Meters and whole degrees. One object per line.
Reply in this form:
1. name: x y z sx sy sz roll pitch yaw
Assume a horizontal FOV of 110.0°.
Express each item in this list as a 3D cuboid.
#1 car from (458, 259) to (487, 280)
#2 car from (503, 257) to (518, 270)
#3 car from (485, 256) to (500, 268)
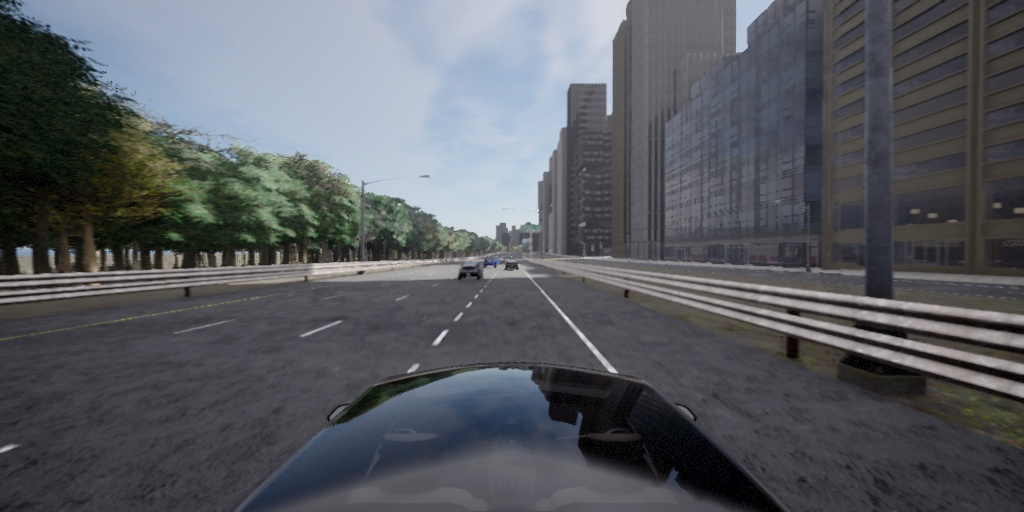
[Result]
1. car: -3.544 1.277 31.452 1.837 1.490 4.892 0 0 0
2. car: -0.038 1.261 55.382 1.882 1.535 5.008 0 0 0
3. car: -3.682 1.008 62.184 2.150 2.045 5.566 0 0 0
